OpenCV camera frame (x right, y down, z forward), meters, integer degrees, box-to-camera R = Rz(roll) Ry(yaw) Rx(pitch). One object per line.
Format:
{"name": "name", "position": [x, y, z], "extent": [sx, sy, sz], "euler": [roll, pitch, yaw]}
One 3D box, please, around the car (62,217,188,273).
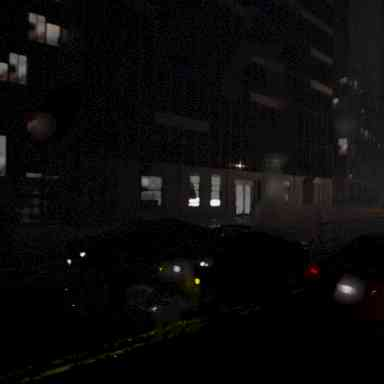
{"name": "car", "position": [-1.293, 1.546, 10.884], "extent": [5.357, 1.411, 2.033], "euler": [0, 0, -37]}

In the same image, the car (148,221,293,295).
{"name": "car", "position": [1.237, 1.558, 8.770], "extent": [4.181, 1.385, 1.994], "euler": [0, 0, -37]}

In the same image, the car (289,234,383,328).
{"name": "car", "position": [4.119, 1.554, 6.639], "extent": [4.181, 1.385, 1.994], "euler": [0, 0, -37]}
